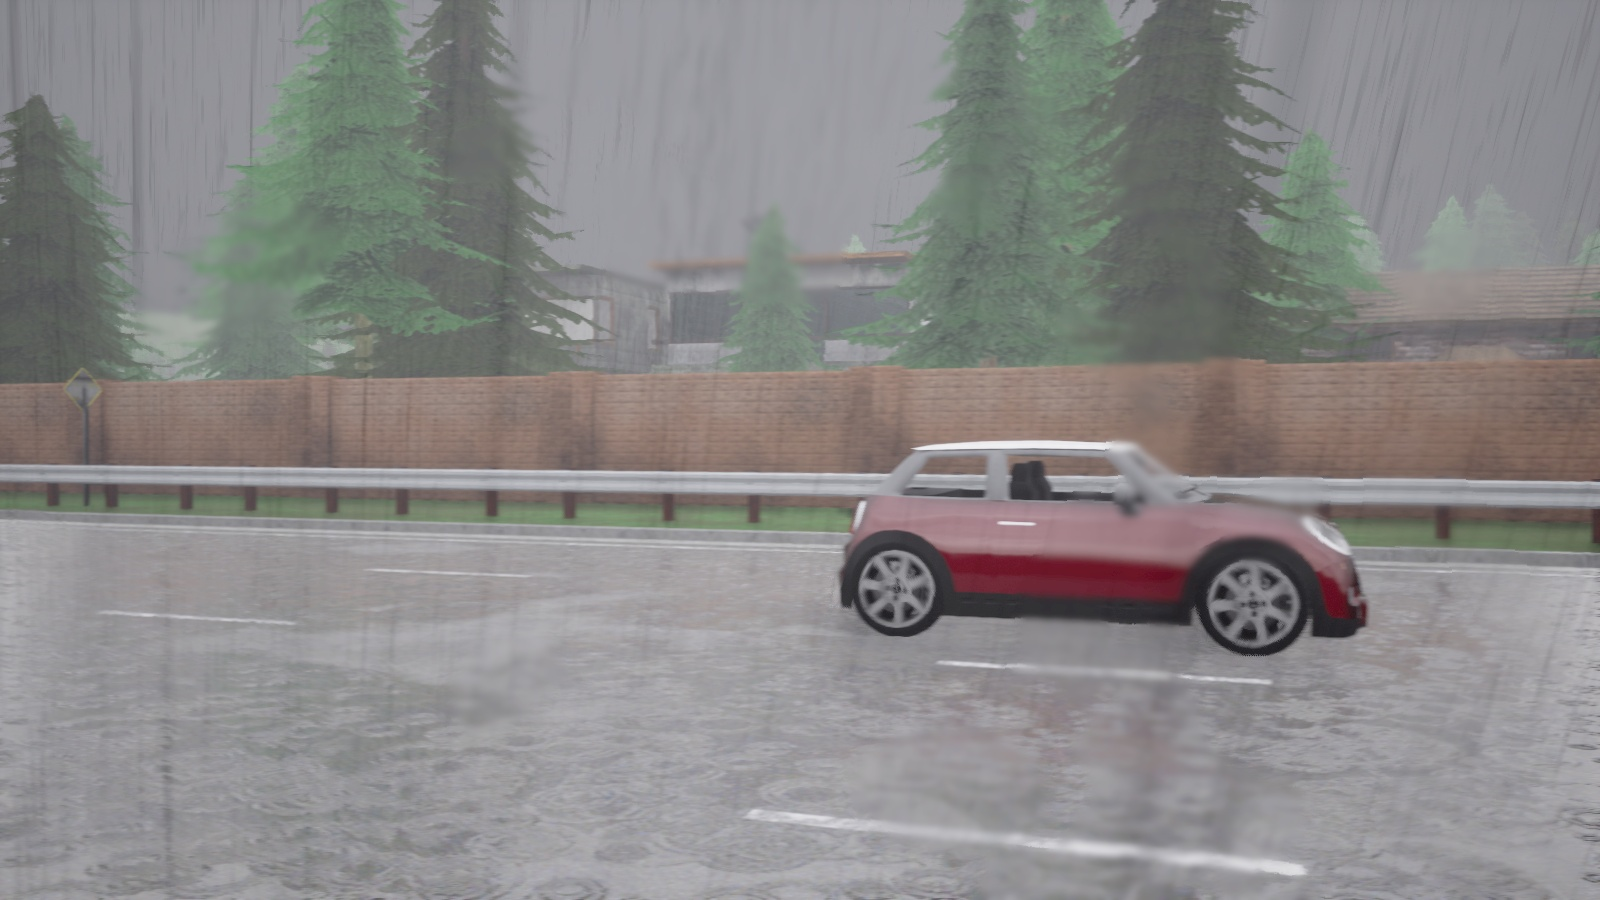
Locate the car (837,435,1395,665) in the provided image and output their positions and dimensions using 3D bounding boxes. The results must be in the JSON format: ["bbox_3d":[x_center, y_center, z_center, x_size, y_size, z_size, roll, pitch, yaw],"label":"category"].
[{"bbox_3d":[2.400,0.640,9.770,3.806,1.475,1.970,1,1,19],"label":"car"}]
